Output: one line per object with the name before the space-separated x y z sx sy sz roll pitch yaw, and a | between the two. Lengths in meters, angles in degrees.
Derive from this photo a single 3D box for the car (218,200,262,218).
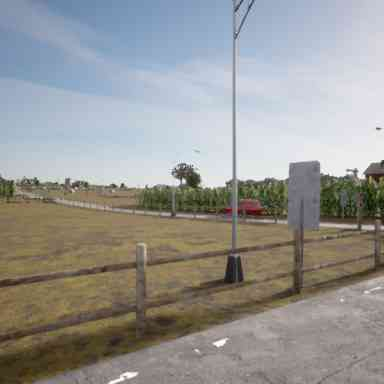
car | 5.387 1.899 37.746 2.150 2.045 5.566 3 -3 -36
